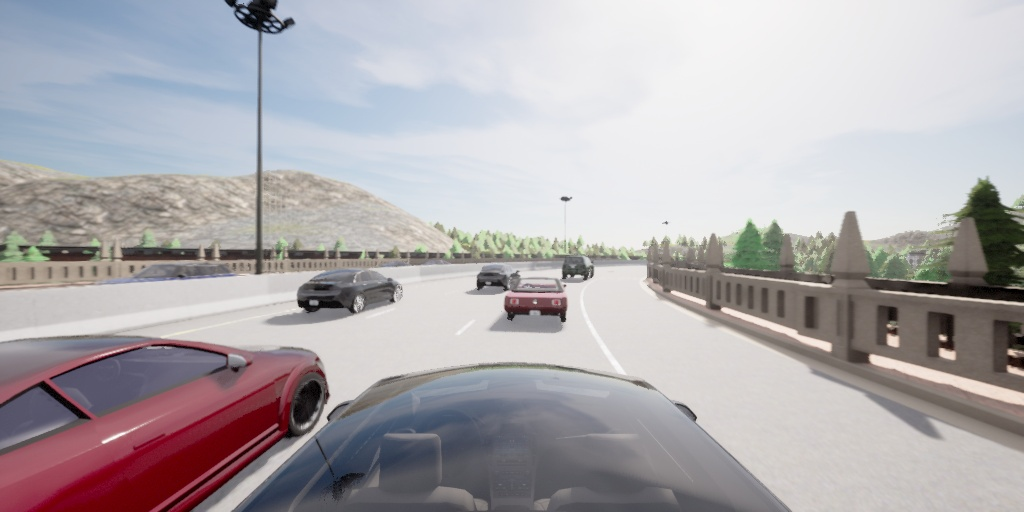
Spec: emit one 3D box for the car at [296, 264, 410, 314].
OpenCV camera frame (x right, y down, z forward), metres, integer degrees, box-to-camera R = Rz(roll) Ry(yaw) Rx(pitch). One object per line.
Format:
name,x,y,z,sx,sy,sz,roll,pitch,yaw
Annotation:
car,-5.887,1.228,13.645,1.837,1.490,4.892,0,0,8

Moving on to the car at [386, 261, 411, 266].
car,-13.279,1.257,40.826,1.994,1.385,4.181,0,0,21

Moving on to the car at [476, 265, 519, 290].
car,-0.737,1.255,22.030,1.837,1.490,4.892,0,0,13

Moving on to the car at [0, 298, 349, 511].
car,-3.266,1.298,2.771,1.994,1.385,4.181,0,0,1

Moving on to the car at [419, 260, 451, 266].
car,-9.004,1.206,42.060,2.128,1.511,4.902,0,0,23

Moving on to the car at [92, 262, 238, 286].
car,-13.100,1.040,13.820,2.097,1.767,4.553,0,0,8

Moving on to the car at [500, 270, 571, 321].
car,0.961,1.358,12.528,1.895,1.301,4.718,0,0,7

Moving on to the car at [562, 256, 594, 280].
car,5.933,1.005,31.890,2.150,2.045,5.566,0,0,21
